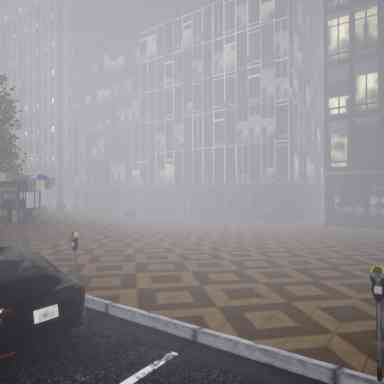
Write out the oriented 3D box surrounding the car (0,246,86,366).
[{"bbox_3d":[-3.523,1.566,5.383,4.313,1.339,1.947,0,0,35],"label":"car"}]
